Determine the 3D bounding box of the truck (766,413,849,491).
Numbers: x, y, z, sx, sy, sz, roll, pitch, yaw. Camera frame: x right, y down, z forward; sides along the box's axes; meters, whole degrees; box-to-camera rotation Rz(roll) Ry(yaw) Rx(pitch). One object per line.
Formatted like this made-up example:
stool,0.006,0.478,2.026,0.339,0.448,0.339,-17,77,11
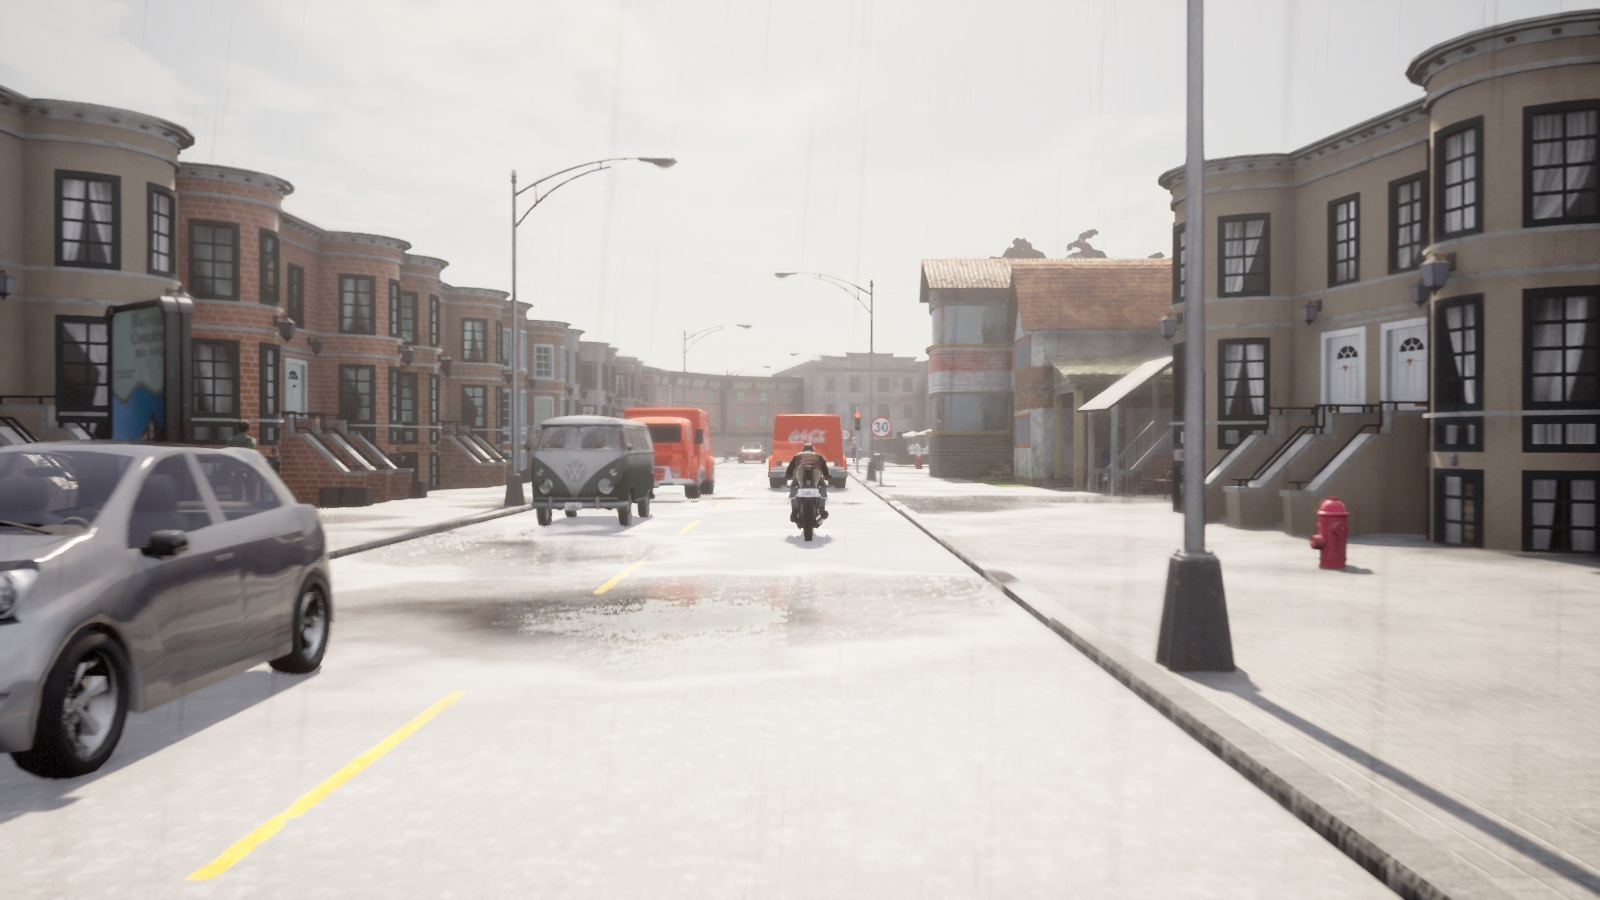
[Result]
truck,0.260,0.030,42.353,2.627,2.467,5.204,0,1,0

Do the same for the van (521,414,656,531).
van,-3.849,0.363,23.587,1.775,1.987,4.442,0,0,0

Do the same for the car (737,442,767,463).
car,-3.475,0.171,92.155,2.007,1.525,4.514,0,0,1

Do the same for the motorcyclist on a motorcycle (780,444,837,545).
motorcyclist on a motorcycle,0.131,0.668,20.066,0.866,1.530,2.191,0,0,0

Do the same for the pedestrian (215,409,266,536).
pedestrian,-8.757,0.338,19.673,0.423,1.949,0.788,0,0,1

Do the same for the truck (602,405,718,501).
truck,-3.783,0.059,35.013,2.627,2.467,5.204,0,0,0

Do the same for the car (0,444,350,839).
car,-3.947,0.720,6.601,1.845,1.501,3.633,0,0,0
